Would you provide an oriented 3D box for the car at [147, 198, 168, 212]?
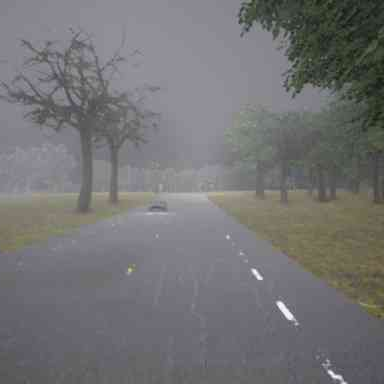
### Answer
[{"bbox_3d":[-3.590,1.343,36.015,2.033,1.411,5.357,0,1,0],"label":"car"}]
